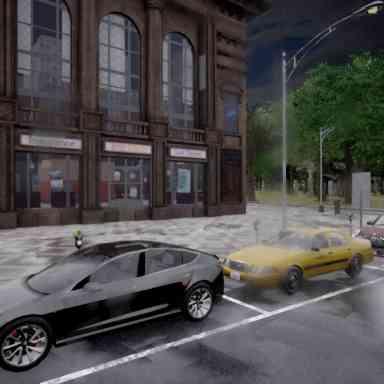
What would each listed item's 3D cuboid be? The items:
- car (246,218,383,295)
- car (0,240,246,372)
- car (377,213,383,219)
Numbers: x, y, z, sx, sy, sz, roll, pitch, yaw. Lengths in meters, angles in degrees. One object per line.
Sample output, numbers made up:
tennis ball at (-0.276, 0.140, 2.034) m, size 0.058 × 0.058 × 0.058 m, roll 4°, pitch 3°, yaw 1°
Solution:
car at (2.911, 1.525, 8.730) m, size 4.829 × 1.417 × 1.752 m, roll 0°, pitch 0°, yaw -36°
car at (-1.376, 1.566, 5.668) m, size 4.313 × 1.339 × 1.947 m, roll 0°, pitch 0°, yaw -36°
car at (7.475, 1.441, 11.988) m, size 4.097 × 1.590 × 1.967 m, roll 0°, pitch 0°, yaw -36°
